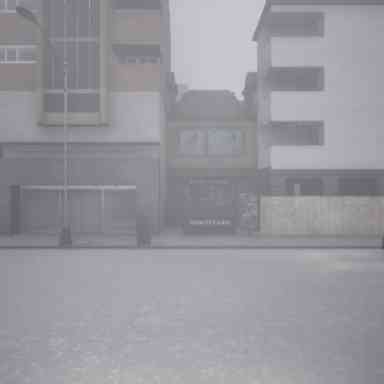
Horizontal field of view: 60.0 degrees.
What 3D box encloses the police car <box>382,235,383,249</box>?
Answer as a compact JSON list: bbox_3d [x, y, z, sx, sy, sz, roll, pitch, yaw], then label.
[{"bbox_3d":[9.165,1.420,11.053,5.238,1.638,1.930,0,0,0],"label":"police car"}]
